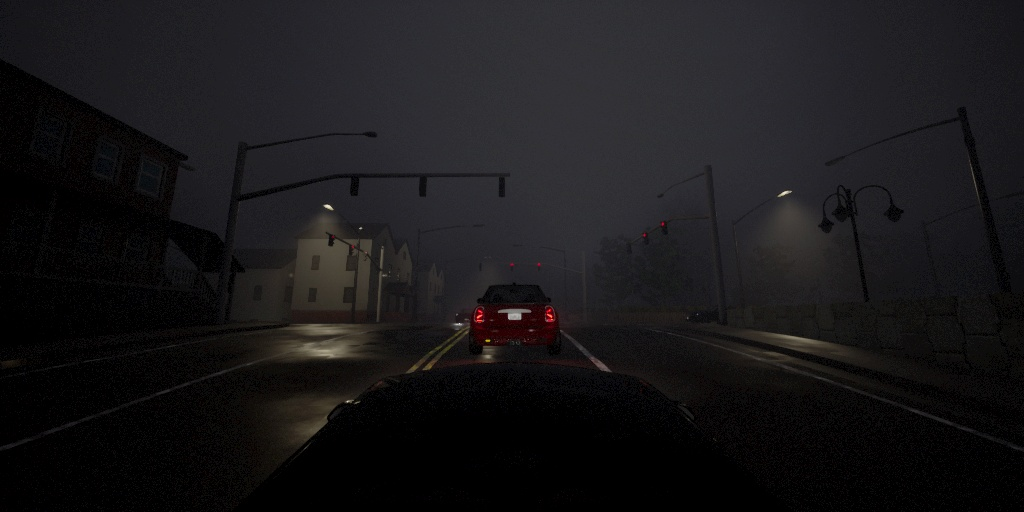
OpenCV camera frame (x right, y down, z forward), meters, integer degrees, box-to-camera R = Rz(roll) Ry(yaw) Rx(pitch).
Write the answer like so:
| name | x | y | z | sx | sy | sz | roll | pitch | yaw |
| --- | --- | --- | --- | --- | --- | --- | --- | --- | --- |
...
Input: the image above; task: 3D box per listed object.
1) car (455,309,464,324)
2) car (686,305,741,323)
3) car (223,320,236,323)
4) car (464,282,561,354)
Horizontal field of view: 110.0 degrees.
| name | x | y | z | sx | sy | sz | roll | pitch | yaw |
| --- | --- | --- | --- | --- | --- | --- | --- | --- | --- |
| car | -3.603 | 5.073 | 30.280 | 1.895 | 1.301 | 4.718 | 0 | -11 | 0 |
| car | 16.307 | 4.622 | 28.275 | 4.902 | 1.511 | 2.128 | 0 | -10 | 1 |
| car | -19.894 | 5.152 | 24.880 | 5.008 | 1.535 | 1.882 | -9 | -10 | 0 |
| car | 0.061 | 1.564 | 10.045 | 2.097 | 1.767 | 4.553 | -1 | -6 | 0 |
